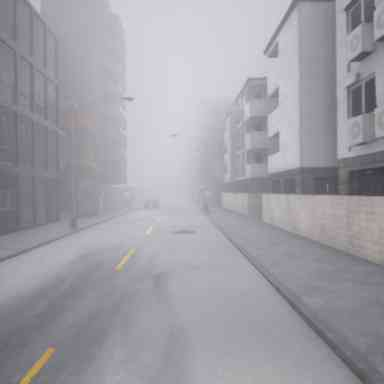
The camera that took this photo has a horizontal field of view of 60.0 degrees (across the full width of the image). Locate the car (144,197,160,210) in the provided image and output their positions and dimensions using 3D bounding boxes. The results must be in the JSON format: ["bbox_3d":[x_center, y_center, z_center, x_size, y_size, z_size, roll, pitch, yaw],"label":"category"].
[{"bbox_3d":[-5.236,1.482,43.931,2.128,1.511,4.902,-1,0,-2],"label":"car"}]
